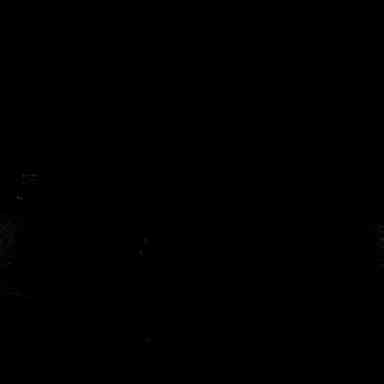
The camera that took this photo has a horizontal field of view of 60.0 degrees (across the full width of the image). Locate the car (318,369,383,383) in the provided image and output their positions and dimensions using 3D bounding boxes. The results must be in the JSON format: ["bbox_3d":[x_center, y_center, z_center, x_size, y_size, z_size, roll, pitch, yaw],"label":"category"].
[{"bbox_3d":[2.521,1.562,1.164,4.403,1.369,2.008,1,0,36],"label":"car"}]
